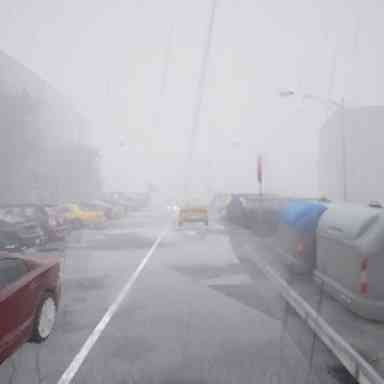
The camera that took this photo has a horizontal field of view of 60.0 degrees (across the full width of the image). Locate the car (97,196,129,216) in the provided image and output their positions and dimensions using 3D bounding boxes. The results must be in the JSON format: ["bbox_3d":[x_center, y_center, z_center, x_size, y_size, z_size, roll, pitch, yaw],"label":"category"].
[{"bbox_3d":[-7.833,1.340,25.230,5.366,1.575,1.946,0,0,0],"label":"car"}]

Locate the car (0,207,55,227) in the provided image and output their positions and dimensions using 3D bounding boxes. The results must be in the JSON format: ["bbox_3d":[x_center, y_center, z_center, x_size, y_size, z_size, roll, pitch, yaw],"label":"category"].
[{"bbox_3d":[-7.643,1.420,11.262,4.892,1.521,2.231,0,0,0],"label":"car"}]

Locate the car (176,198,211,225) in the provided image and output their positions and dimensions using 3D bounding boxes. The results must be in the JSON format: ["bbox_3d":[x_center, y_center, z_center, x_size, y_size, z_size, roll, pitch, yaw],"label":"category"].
[{"bbox_3d":[0.103,1.353,22.937,1.882,1.535,5.008,0,0,0],"label":"car"}]

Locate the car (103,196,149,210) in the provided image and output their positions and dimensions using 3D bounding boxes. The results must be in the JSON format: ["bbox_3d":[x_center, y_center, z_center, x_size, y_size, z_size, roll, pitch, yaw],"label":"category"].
[{"bbox_3d":[-7.644,1.272,39.139,5.008,1.535,2.097,0,0,0],"label":"car"}]

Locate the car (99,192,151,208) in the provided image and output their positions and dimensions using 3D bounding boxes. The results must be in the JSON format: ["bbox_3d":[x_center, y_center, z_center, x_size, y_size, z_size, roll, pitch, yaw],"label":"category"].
[{"bbox_3d":[-7.617,1.031,36.403,5.566,2.045,2.435,0,0,0],"label":"car"}]

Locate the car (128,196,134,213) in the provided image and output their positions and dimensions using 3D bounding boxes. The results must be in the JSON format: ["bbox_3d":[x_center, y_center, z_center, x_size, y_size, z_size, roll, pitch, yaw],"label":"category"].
[{"bbox_3d":[-7.676,1.357,28.024,4.792,1.488,2.163,0,0,0],"label":"car"}]

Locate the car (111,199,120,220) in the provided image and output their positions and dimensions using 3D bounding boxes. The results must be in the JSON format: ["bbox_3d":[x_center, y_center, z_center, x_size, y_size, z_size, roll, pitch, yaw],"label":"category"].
[{"bbox_3d":[-7.676,1.388,22.436,4.792,1.488,2.163,0,0,0],"label":"car"}]

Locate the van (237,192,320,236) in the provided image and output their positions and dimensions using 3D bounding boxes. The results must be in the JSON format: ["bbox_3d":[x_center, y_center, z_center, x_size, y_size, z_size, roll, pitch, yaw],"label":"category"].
[{"bbox_3d":[4.799,1.161,17.126,4.442,1.987,1.878,0,0,0],"label":"van"}]

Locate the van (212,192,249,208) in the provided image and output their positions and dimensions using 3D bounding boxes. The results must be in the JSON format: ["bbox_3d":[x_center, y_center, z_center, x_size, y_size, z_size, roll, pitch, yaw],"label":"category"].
[{"bbox_3d":[4.802,1.053,42.232,4.442,1.987,1.878,0,0,0],"label":"van"}]

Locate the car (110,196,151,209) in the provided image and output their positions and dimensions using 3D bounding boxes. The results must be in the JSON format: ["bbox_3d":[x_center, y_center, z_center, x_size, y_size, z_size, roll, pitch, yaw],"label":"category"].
[{"bbox_3d":[-7.674,1.306,41.971,4.792,1.488,2.163,0,0,0],"label":"car"}]

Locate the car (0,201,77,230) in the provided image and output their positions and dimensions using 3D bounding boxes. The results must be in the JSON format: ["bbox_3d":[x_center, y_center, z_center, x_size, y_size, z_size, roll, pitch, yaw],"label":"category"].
[{"bbox_3d":[-7.616,1.278,14.053,4.553,1.767,2.185,0,0,0],"label":"car"}]

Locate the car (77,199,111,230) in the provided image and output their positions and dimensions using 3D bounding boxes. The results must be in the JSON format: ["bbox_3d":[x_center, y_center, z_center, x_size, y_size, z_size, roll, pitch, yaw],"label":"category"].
[{"bbox_3d":[-7.833,1.370,19.643,5.366,1.575,1.946,0,0,0],"label":"car"}]

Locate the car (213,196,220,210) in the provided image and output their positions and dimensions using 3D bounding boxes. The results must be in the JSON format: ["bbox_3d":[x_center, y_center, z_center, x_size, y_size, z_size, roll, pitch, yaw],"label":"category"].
[{"bbox_3d":[4.655,1.341,30.956,4.792,1.488,2.163,0,0,0],"label":"car"}]

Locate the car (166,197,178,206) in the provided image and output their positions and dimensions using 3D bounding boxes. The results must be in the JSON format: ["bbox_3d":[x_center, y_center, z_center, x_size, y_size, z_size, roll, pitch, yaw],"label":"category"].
[{"bbox_3d":[-3.000,1.488,52.100,2.128,1.511,4.902,0,-2,0],"label":"car"}]

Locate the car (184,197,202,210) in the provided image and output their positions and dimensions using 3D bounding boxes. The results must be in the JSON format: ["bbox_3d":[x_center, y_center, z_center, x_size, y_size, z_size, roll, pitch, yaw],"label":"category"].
[{"bbox_3d":[0.105,1.357,40.065,1.994,1.385,4.181,0,0,0],"label":"car"}]

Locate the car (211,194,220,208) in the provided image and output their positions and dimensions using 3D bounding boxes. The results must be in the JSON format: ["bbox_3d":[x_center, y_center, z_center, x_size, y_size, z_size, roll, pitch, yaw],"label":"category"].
[{"bbox_3d":[4.870,1.294,33.748,5.366,1.575,1.946,0,0,0],"label":"car"}]

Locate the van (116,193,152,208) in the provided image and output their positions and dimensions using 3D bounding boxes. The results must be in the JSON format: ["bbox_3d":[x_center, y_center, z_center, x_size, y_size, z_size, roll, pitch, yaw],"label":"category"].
[{"bbox_3d":[-7.761,1.079,44.759,4.442,1.987,1.878,0,0,0],"label":"van"}]

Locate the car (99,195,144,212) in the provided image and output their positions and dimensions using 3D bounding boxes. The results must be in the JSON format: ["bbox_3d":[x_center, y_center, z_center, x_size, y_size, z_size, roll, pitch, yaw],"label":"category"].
[{"bbox_3d":[-7.617,1.327,33.611,4.792,1.488,2.163,0,0,0],"label":"car"}]

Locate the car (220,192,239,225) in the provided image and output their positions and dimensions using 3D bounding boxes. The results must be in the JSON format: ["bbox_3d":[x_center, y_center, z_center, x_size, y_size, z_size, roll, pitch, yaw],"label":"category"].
[{"bbox_3d":[4.711,1.120,19.917,5.566,2.045,2.435,0,0,0],"label":"car"}]

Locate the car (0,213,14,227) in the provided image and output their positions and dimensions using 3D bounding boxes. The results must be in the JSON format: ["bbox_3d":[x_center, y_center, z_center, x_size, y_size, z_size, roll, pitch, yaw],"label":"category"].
[{"bbox_3d":[-7.655,1.435,8.468,4.892,1.521,2.231,0,0,0],"label":"car"}]

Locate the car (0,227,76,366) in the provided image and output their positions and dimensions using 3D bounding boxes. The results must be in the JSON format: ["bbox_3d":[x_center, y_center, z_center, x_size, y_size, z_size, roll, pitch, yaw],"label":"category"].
[{"bbox_3d":[-3.100,1.458,3.536,1.882,1.535,5.008,0,0,0],"label":"car"}]

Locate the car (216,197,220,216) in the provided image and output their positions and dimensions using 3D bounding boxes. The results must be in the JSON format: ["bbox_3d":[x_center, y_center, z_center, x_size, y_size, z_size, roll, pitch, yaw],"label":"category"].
[{"bbox_3d":[4.680,1.367,28.167,4.674,1.452,2.002,0,0,0],"label":"car"}]
